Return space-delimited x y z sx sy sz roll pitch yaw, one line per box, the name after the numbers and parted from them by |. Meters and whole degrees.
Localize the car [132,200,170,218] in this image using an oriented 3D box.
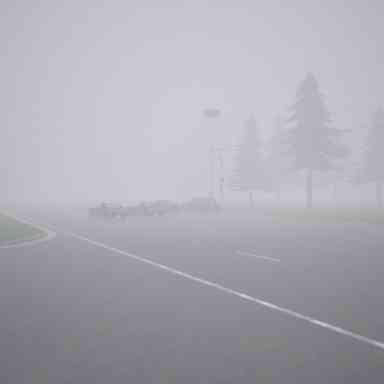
-4.232 1.576 29.746 1.895 1.301 4.718 0 0 -36 | car

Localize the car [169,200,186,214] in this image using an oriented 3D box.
-2.889 1.495 33.848 1.812 1.442 4.674 0 0 -36 | car

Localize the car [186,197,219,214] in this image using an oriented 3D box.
0.794 1.317 34.745 2.097 1.767 4.553 0 0 -36 | car

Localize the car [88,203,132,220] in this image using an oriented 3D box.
-7.074 1.580 27.702 1.895 1.301 4.718 0 0 -36 | car
